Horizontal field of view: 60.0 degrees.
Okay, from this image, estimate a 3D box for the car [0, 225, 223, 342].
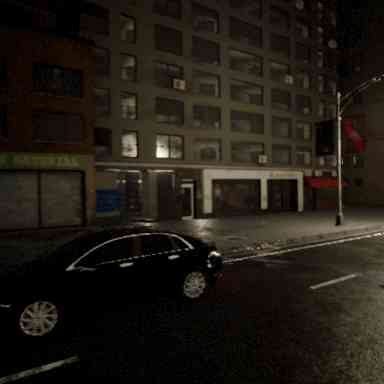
[{"bbox_3d":[-1.601,1.475,6.531,4.892,1.490,1.837,0,0,-35],"label":"car"}]
